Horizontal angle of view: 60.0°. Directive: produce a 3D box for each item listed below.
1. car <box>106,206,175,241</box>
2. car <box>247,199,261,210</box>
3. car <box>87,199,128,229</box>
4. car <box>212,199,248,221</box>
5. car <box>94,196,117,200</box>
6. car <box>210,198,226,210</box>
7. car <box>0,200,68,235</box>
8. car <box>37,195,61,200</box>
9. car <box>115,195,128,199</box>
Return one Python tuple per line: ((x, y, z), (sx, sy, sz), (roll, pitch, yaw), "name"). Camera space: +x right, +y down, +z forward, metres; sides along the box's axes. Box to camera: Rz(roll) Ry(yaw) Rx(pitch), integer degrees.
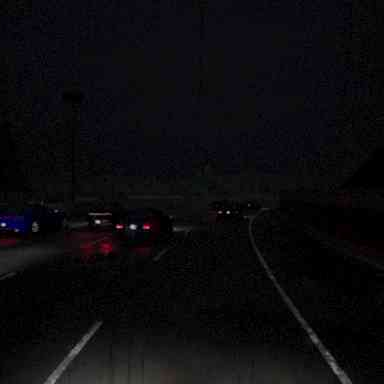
((-2.185, 1.536, 16.593), (2.033, 1.411, 5.357), (0, 0, 7), "car")
((7.612, 1.562, 42.330), (1.994, 1.385, 4.181), (0, 0, 19), "car")
((-4.973, 1.472, 21.329), (2.128, 1.511, 4.902), (0, 0, 9), "car")
((3.179, 1.543, 26.878), (2.033, 1.411, 5.357), (0, 0, 12), "car")
((-13.049, 1.517, 47.372), (1.994, 1.385, 4.181), (0, 0, 19), "car")
((3.703, 1.468, 41.759), (1.882, 1.535, 5.008), (0, 0, 18), "car")
((-8.897, 1.451, 18.802), (1.882, 1.535, 5.008), (0, 0, 8), "car")
((-18.363, 1.295, 42.063), (2.097, 1.767, 4.553), (0, 0, 17), "car")
((-15.389, 1.384, 69.507), (2.128, 1.511, 4.902), (0, 0, 26), "car")
